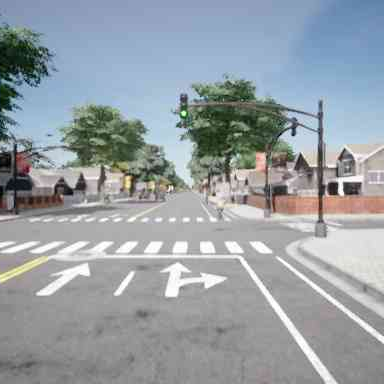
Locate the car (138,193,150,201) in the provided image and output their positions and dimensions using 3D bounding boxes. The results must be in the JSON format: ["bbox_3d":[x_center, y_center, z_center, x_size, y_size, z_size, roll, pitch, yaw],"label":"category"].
[{"bbox_3d":[-9.729,0.883,67.966,2.128,1.511,4.902,0,0,0],"label":"car"}]

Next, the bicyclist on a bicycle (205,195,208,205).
[{"bbox_3d":[2.265,1.228,50.663,0.582,1.620,1.656,0,0,0],"label":"bicyclist on a bicycle"}]

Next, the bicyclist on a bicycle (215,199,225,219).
[{"bbox_3d":[2.237,1.322,26.241,0.866,1.612,1.509,0,0,0],"label":"bicyclist on a bicycle"}]

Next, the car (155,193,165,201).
[{"bbox_3d":[-6.480,0.946,67.965,2.128,1.511,4.902,0,0,0],"label":"car"}]
